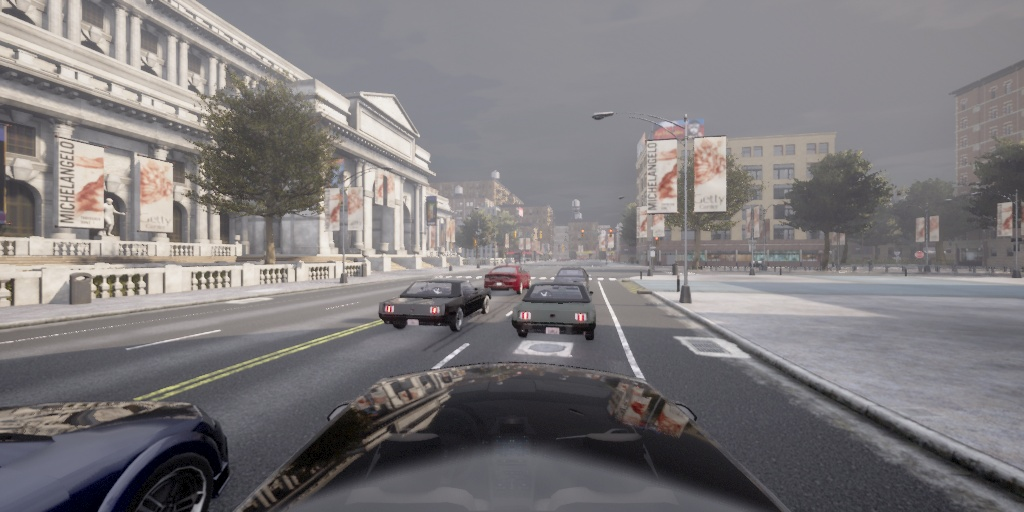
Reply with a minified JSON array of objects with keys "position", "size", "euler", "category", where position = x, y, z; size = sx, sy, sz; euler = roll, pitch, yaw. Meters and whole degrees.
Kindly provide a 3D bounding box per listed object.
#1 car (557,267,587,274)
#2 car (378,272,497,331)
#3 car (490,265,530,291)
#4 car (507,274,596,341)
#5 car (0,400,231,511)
[{"position":[3.255,1.309,19.387],"size":[2.033,1.411,5.357],"euler":[0,0,12],"category":"car"},{"position":[-2.022,1.357,11.046],"size":[1.895,1.301,4.718],"euler":[0,0,11],"category":"car"},{"position":[-0.139,1.239,20.197],"size":[1.882,1.535,5.008],"euler":[0,0,12],"category":"car"},{"position":[1.322,1.356,10.036],"size":[1.895,1.301,4.718],"euler":[0,0,11],"category":"car"},{"position":[-3.157,1.313,1.056],"size":[1.994,1.385,4.181],"euler":[0,0,-2],"category":"car"}]
